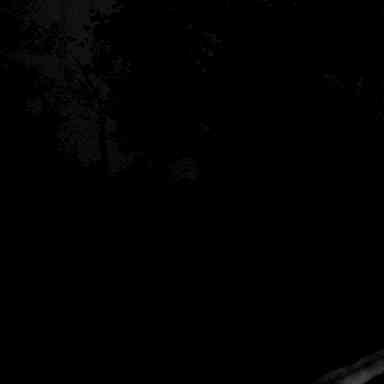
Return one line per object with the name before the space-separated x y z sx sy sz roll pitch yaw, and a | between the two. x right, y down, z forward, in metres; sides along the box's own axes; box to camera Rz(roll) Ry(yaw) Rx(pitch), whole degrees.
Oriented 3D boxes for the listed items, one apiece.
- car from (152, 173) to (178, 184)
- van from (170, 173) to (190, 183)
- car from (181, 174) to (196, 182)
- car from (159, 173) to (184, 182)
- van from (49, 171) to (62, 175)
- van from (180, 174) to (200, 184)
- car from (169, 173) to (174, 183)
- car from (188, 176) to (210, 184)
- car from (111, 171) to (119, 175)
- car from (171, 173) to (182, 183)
car | -4.949 -2.450 61.344 2.185 1.767 4.553 5 4 41
van | -2.726 -3.165 76.503 1.878 1.987 4.442 5 4 41
car | 1.097 -1.740 55.844 1.946 1.575 5.366 6 4 41
car | -4.760 -3.377 78.374 2.435 2.045 5.566 5 4 41
van | -34.404 -5.163 86.553 1.878 1.987 4.442 5 4 41
van | -0.481 -2.980 74.875 1.878 1.987 4.442 5 4 41
car | -2.880 -2.131 59.511 2.231 1.521 4.892 6 4 41
car | 1.528 -2.568 72.996 2.097 1.535 5.008 5 4 41
car | -17.680 -3.448 72.039 1.946 1.575 5.366 5 4 41
car | -0.664 -1.938 57.853 1.946 1.575 5.366 6 4 41
